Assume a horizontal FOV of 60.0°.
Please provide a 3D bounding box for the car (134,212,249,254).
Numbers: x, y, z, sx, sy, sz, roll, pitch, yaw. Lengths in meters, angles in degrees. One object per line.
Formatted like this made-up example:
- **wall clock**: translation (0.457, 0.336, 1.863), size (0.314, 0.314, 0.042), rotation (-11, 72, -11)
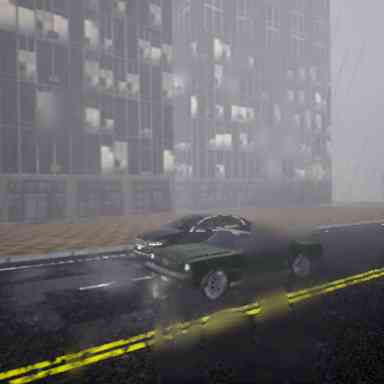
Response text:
- **car**: translation (0.324, 1.504, 11.900), size (4.892, 1.490, 1.837), rotation (0, 0, -36)

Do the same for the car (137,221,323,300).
- **car**: translation (1.225, 1.600, 8.551), size (4.718, 1.301, 1.895), rotation (0, 0, -36)
